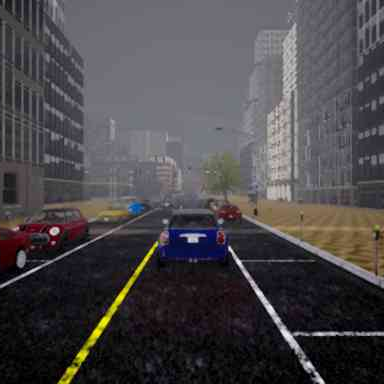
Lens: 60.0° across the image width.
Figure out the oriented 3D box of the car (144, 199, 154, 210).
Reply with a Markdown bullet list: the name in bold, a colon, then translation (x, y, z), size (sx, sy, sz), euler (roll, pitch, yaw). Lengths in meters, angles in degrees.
- **car**: translation (-5.752, 1.507, 41.443), size (1.947, 1.339, 4.313), euler (0, 0, 0)

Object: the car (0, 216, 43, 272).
- **car**: translation (-5.700, 1.533, 8.207), size (1.887, 1.381, 4.507), euler (0, 0, 0)

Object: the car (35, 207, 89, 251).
- **car**: translation (-5.709, 1.421, 13.747), size (1.967, 1.590, 4.097), euler (0, 0, 0)

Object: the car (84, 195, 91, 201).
- **car**: translation (-22.922, 1.242, 68.356), size (4.206, 1.307, 1.802), euler (1, -1, -1)

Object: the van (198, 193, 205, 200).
- **van**: translation (2.552, 1.214, 90.576), size (1.690, 1.788, 3.998), euler (0, 0, 0)

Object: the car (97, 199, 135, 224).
- **car**: translation (-5.726, 1.490, 24.655), size (1.752, 1.417, 4.829), euler (0, 0, 0)

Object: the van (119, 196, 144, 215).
- **van**: translation (-5.734, 1.298, 30.364), size (1.690, 1.788, 3.998), euler (0, 0, 0)

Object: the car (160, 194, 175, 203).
- **car**: translation (-3.144, 1.429, 44.427), size (2.128, 1.511, 4.902), euler (0, 0, 0)

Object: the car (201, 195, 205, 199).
- **car**: translation (2.619, 1.499, 46.996), size (1.947, 1.339, 4.313), euler (0, 0, 0)

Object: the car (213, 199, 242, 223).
- **car**: translation (2.654, 1.509, 24.839), size (1.887, 1.381, 4.507), euler (0, 0, 0)

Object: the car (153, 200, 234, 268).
- **car**: translation (0.034, 1.337, 11.371), size (2.097, 1.767, 4.553), euler (0, 0, 0)

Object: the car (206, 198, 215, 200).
- **car**: translation (2.646, 1.397, 30.378), size (1.967, 1.590, 4.097), euler (0, 0, 0)

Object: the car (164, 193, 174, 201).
- **car**: translation (-5.820, 1.195, 85.009), size (2.192, 1.841, 5.009), euler (0, 0, 0)

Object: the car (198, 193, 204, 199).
- **car**: translation (2.559, 1.405, 85.194), size (1.752, 1.417, 4.829), euler (0, 0, 0)
